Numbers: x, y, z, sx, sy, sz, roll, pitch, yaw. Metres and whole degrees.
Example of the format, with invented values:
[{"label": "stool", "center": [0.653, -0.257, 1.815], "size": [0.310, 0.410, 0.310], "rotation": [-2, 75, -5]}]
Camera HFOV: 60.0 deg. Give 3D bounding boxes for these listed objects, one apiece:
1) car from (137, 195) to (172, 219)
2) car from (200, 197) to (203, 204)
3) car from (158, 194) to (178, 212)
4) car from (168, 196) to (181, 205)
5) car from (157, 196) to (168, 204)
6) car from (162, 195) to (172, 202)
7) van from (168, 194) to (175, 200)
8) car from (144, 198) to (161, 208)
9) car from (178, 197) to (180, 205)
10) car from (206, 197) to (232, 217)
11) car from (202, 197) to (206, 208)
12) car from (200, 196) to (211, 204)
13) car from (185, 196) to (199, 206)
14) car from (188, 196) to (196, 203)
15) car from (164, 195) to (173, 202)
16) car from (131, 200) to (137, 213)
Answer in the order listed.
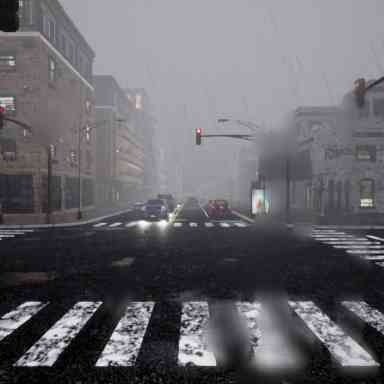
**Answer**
[{"label": "car", "center": [-3.139, 1.356, 28.928], "size": [2.097, 1.767, 4.553], "rotation": [0, 0, 0]}, {"label": "car", "center": [2.616, 1.571, 48.892], "size": [2.008, 1.369, 4.403], "rotation": [0, 0, 0]}, {"label": "car", "center": [-3.150, 1.233, 38.506], "size": [2.150, 2.045, 5.566], "rotation": [0, 0, 0]}, {"label": "car", "center": [-3.128, 1.525, 60.392], "size": [2.128, 1.511, 4.902], "rotation": [0, 0, 0]}, {"label": "car", "center": [-5.789, 1.565, 65.787], "size": [1.752, 1.417, 4.829], "rotation": [0, 0, 0]}, {"label": "car", "center": [-5.807, 1.497, 77.349], "size": [1.967, 1.590, 4.097], "rotation": [0, 0, 0]}, {"label": "van", "center": [-5.832, 1.430, 94.440], "size": [1.690, 1.788, 3.998], "rotation": [-1, 0, 0]}, {"label": "car", "center": [-5.764, 1.571, 48.867], "size": [2.008, 1.369, 4.403], "rotation": [0, 0, 0]}, {"label": "car", "center": [-3.157, 1.584, 48.465], "size": [1.994, 1.385, 4.181], "rotation": [0, 0, 0]}, {"label": "car", "center": [2.639, 1.446, 31.801], "size": [1.967, 1.590, 4.097], "rotation": [0, 0, 0]}, {"label": "car", "center": [2.624, 1.597, 43.194], "size": [1.802, 1.307, 4.206], "rotation": [0, 0, 0]}, {"label": "car", "center": [2.592, 1.591, 65.981], "size": [2.008, 1.369, 4.403], "rotation": [-1, 0, 0]}, {"label": "car", "center": [0.024, 1.526, 54.292], "size": [1.837, 1.490, 4.892], "rotation": [0, -1, 0]}, {"label": "car", "center": [-0.020, 1.572, 70.761], "size": [1.812, 1.442, 4.674], "rotation": [0, 0, 0]}, {"label": "car", "center": [-5.813, 1.592, 82.876], "size": [1.752, 1.417, 4.829], "rotation": [-1, 0, 0]}, {"label": "car", "center": [-5.748, 1.561, 37.473], "size": [2.008, 1.369, 4.403], "rotation": [0, 0, 0]}]
